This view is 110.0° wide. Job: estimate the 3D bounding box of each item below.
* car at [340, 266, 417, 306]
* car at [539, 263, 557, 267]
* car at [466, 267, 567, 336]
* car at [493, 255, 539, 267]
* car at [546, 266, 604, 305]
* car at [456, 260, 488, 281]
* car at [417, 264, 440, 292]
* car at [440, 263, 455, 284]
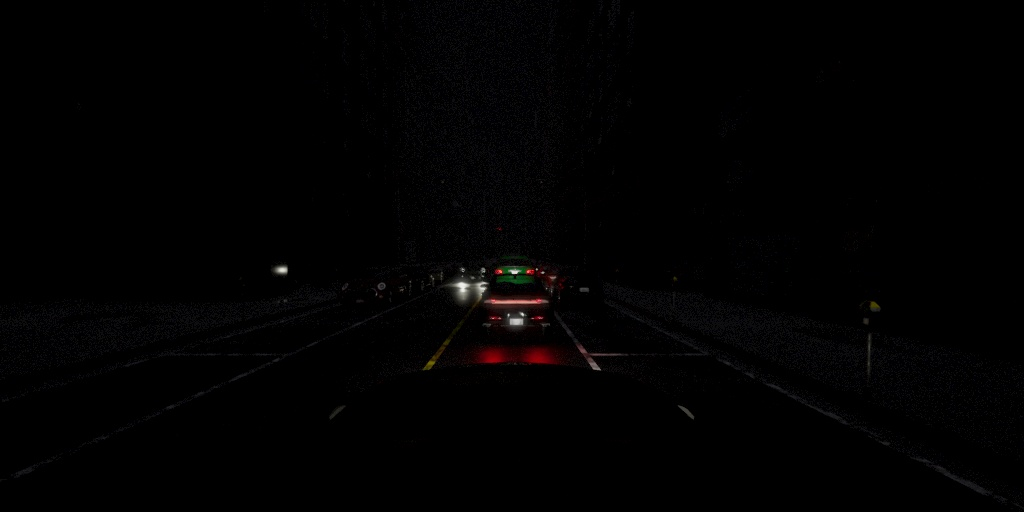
[{"bbox_3d":[-5.774,1.188,15.610,1.967,1.591,4.097,0,0,0],"label":"car"},{"bbox_3d":[2.748,1.293,21.121,1.888,1.381,4.507,0,0,0],"label":"car"},{"bbox_3d":[0.095,1.240,10.347,2.128,1.511,4.902,0,0,0],"label":"car"},{"bbox_3d":[0.089,0.969,20.266,2.150,2.045,5.566,0,0,-1],"label":"car"},{"bbox_3d":[2.752,1.314,15.616,1.948,1.339,4.313,0,0,0],"label":"car"},{"bbox_3d":[-3.019,1.101,29.776,2.097,1.767,4.553,0,0,0],"label":"car"},{"bbox_3d":[-5.778,1.314,21.116,1.948,1.339,4.313,0,0,0],"label":"car"},{"bbox_3d":[-5.781,1.299,26.621,2.007,1.370,4.403,0,0,0],"label":"car"}]
